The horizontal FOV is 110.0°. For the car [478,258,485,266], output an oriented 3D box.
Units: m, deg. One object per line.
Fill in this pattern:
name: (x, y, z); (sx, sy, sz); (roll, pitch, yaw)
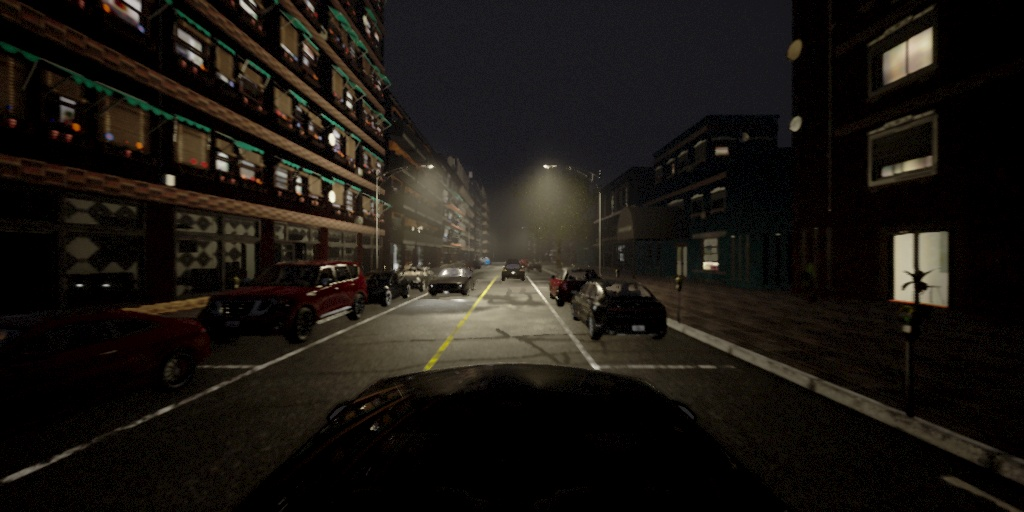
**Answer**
car: (-5.686, 1.357, 55.384); (1.948, 1.339, 4.313); (0, 0, 0)

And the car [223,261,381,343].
car: (-5.689, 1.066, 9.812); (2.192, 1.841, 5.009); (0, 0, 0)

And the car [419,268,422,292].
car: (-5.688, 1.307, 21.204); (2.007, 1.370, 4.403); (0, 0, 0)

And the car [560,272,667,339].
car: (2.692, 1.301, 9.809); (2.007, 1.370, 4.403); (0, 0, 0)

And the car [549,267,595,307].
car: (2.692, 1.193, 15.506); (1.967, 1.591, 4.097); (0, 0, 0)

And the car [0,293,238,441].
car: (-5.690, 1.332, 4.115); (1.802, 1.307, 4.207); (0, 0, 0)

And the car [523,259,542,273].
car: (2.695, 1.327, 43.989); (2.007, 1.370, 4.403); (0, 0, 0)

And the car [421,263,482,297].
car: (-3.054, 1.303, 19.313); (2.033, 1.411, 5.357); (0, 0, 0)

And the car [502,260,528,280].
car: (0.103, 1.329, 31.410); (1.994, 1.385, 4.181); (0, 0, 0)

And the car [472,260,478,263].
car: (-5.686, 1.321, 43.993); (1.888, 1.381, 4.507); (0, 0, 0)

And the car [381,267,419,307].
car: (-5.689, 1.319, 15.509); (1.948, 1.339, 4.313); (0, 0, 0)

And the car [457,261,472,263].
car: (-5.687, 1.296, 38.125); (1.751, 1.417, 4.829); (0, 0, 0)
